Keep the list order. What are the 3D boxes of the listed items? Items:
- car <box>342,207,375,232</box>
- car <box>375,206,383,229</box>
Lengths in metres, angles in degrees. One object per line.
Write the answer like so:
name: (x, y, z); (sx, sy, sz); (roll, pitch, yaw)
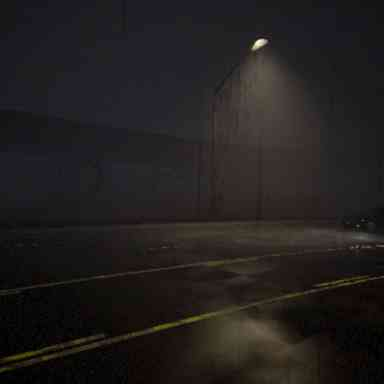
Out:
car: (12.036, 1.668, 21.304); (5.008, 1.535, 1.882); (1, -1, -16)
car: (12.780, 1.654, 17.856); (4.902, 1.511, 2.128); (1, -1, -16)
